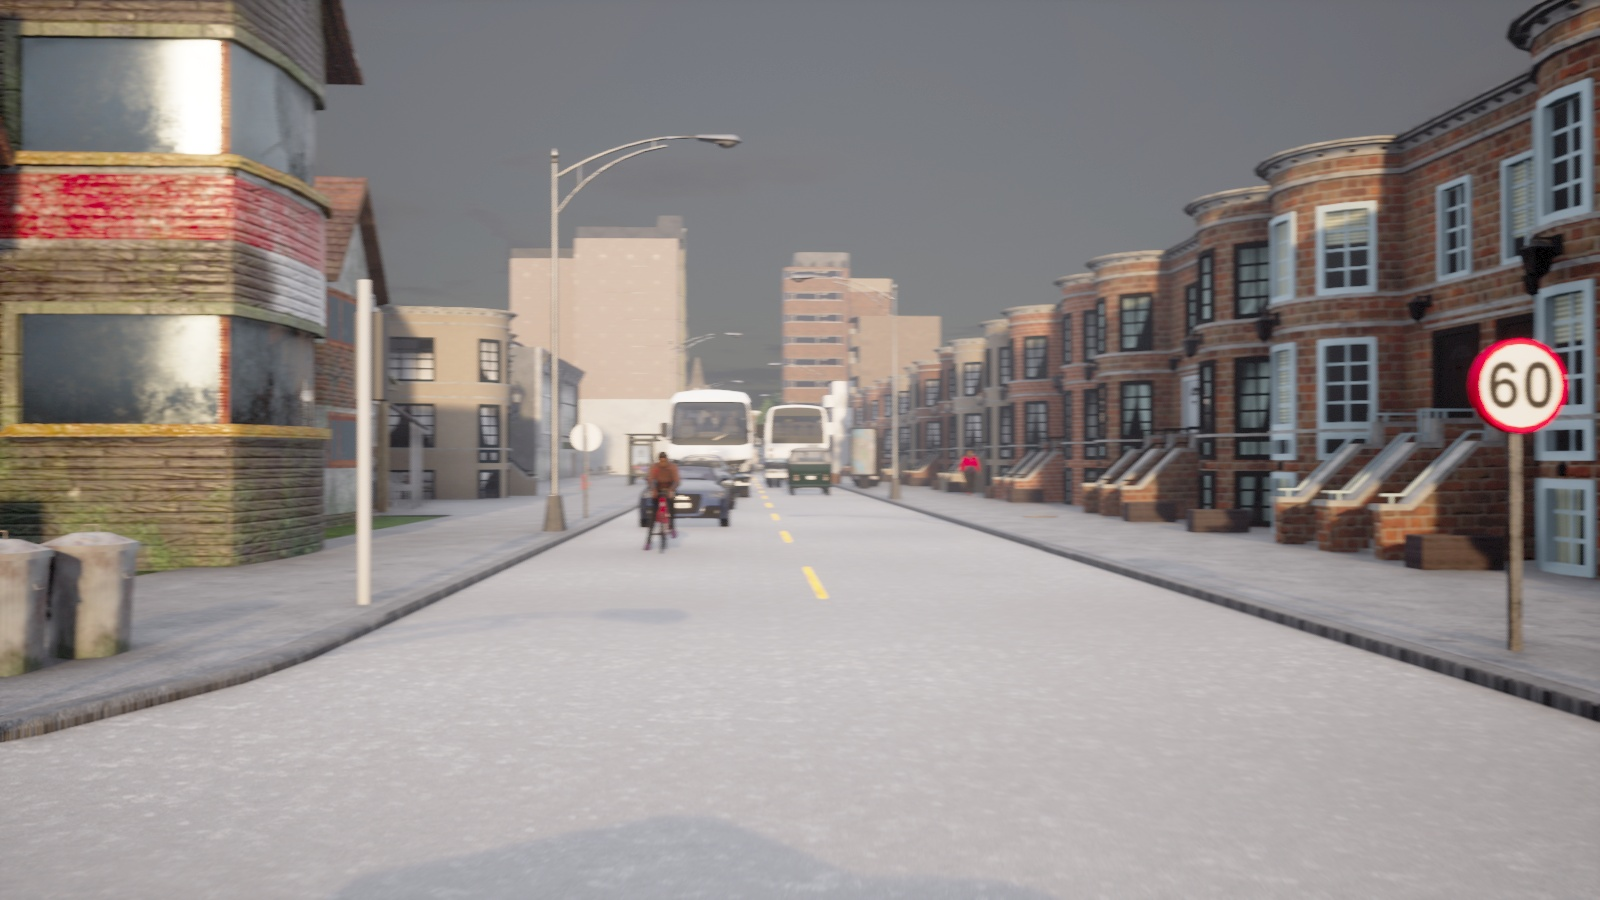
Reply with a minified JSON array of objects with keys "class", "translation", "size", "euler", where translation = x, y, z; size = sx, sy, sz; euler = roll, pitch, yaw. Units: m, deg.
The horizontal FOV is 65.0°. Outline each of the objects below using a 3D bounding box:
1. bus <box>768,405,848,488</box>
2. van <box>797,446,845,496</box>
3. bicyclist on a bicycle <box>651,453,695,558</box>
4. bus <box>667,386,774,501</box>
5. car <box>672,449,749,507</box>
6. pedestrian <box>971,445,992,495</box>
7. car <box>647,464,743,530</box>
[{"class":"bus","translation":[0.292,-0.139,69.216],"size":[3.944,4.253,10.273],"euler":[0,0,-2]},{"class":"van","translation":[0.850,0.871,52.940],"size":[1.775,1.987,4.442],"euler":[0,0,-2]},{"class":"bicyclist on a bicycle","translation":[-2.040,0.856,20.266],"size":[0.582,1.620,1.656],"euler":[0,0,-2]},{"class":"bus","translation":[-3.115,-0.244,51.645],"size":[3.944,4.253,10.273],"euler":[0,0,-2]},{"class":"car","translation":[-2.664,0.816,38.548],"size":[2.152,1.651,5.027],"euler":[0,0,-2]},{"class":"pedestrian","translation":[6.768,0.751,46.899],"size":[0.634,1.844,0.899],"euler":[0,0,1]},{"class":"car","translation":[-2.334,1.030,28.862],"size":[1.994,1.385,4.181],"euler":[0,0,-2]}]
